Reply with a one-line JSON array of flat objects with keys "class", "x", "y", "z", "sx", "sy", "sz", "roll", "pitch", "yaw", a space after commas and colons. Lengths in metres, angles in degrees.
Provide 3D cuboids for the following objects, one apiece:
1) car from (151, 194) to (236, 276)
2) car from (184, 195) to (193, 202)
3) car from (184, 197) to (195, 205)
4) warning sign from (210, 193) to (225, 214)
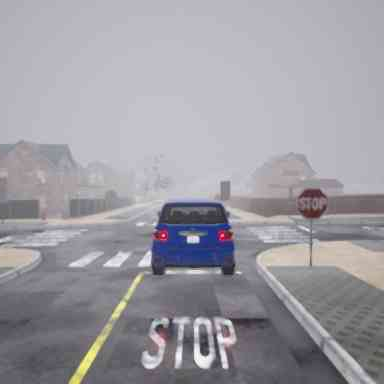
[{"class": "car", "x": 0.049, "y": 1.194, "z": 10.382, "sx": 2.150, "sy": 2.045, "sz": 5.566, "roll": 0, "pitch": 0, "yaw": 0}, {"class": "car", "x": -0.738, "y": 1.426, "z": 70.909, "sx": 1.837, "sy": 1.490, "sz": 4.892, "roll": 0, "pitch": 0, "yaw": -2}, {"class": "car", "x": -0.520, "y": 1.635, "z": 60.657, "sx": 1.895, "sy": 1.301, "sz": 4.718, "roll": 0, "pitch": 0, "yaw": 0}, {"class": "warning sign", "x": 2.401, "y": 1.071, "z": 31.291, "sx": 1.300, "sy": 1.860, "sz": 1.060, "roll": 2, "pitch": 2, "yaw": -1}]
